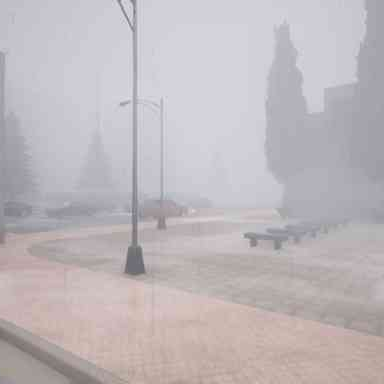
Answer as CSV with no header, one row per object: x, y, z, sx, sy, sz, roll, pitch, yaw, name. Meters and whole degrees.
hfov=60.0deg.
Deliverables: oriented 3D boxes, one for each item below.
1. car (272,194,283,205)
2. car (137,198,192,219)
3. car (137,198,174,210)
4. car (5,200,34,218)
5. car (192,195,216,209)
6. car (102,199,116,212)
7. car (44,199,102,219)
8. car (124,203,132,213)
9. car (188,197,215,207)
16.398,1.563,58.909,1.994,1.385,4.181,0,0,38,car
-2.401,1.351,28.770,2.097,1.767,4.553,0,0,38,car
-4.659,1.504,43.363,1.837,1.490,4.892,0,0,38,car
-16.207,1.504,28.462,1.837,1.490,4.892,0,0,39,car
0.902,1.504,44.834,1.837,1.490,4.892,0,0,38,car
-10.424,1.490,35.890,2.128,1.511,4.902,0,0,38,car
-10.742,1.525,29.708,1.812,1.442,4.674,0,0,37,car
-5.438,1.563,36.612,1.994,1.385,4.181,0,0,38,car
1.493,1.563,51.303,1.994,1.385,4.181,0,0,38,car
